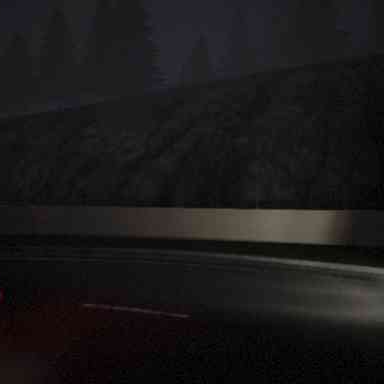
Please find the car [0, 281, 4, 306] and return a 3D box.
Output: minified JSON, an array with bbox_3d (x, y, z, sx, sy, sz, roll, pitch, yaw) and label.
[{"bbox_3d":[-5.304,1.234,4.643,4.553,1.767,2.097,0,2,3],"label":"car"}]
